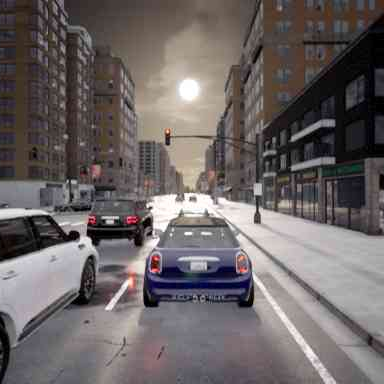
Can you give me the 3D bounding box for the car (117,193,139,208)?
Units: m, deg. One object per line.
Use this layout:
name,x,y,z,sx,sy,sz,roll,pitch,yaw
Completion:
car,-9.672,1.240,50.600,2.150,2.045,5.566,0,0,1

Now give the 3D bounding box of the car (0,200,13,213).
car,-22.028,1.594,36.027,4.313,1.339,1.947,0,0,0

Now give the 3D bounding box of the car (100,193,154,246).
car,-3.100,1.223,15.308,2.150,2.045,5.566,0,0,0

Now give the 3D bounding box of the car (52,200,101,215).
car,-12.200,1.611,35.426,1.895,1.301,4.718,0,0,36

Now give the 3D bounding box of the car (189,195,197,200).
car,0.300,1.491,88.193,1.994,1.385,4.181,0,0,0

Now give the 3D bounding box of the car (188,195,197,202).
car,0.267,1.564,78.185,1.812,1.442,4.674,0,0,0

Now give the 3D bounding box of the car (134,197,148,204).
car,-9.586,1.592,63.134,1.994,1.385,4.181,0,0,1

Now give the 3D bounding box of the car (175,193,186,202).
car,-2.985,1.579,77.783,2.033,1.411,5.357,0,0,0

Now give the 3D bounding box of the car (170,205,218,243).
car,0.113,1.493,17.182,2.128,1.511,4.902,0,0,1

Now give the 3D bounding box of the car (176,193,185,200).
car,-2.950,1.163,88.235,2.150,2.045,5.566,0,0,0

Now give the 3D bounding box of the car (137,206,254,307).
car,0.125,1.352,8.113,2.097,1.767,4.553,0,0,0

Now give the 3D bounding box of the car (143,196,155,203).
car,-9.500,1.631,73.516,1.895,1.301,4.718,0,0,0

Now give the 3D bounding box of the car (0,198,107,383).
car,-3.140,1.222,4.955,2.150,2.045,5.566,0,0,1
